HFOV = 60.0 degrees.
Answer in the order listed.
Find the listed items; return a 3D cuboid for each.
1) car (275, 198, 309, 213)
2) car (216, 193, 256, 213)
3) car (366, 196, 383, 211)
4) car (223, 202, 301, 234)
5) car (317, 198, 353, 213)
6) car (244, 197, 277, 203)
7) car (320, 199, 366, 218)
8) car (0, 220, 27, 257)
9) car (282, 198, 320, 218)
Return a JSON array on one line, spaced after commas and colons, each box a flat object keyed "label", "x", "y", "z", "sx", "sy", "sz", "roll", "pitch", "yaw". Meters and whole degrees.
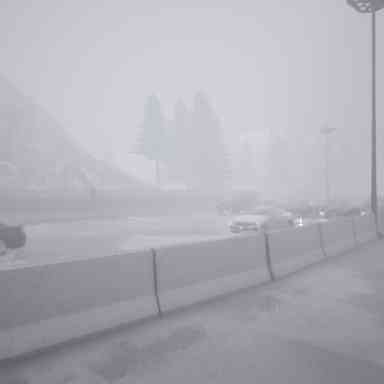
[{"label": "car", "x": 11.063, "y": 1.426, "z": 36.601, "sx": 1.812, "sy": 1.442, "sz": 4.674, "roll": 0, "pitch": 0, "yaw": 42}, {"label": "car", "x": 4.774, "y": 1.139, "z": 34.685, "sx": 2.150, "sy": 2.045, "sz": 5.566, "roll": 0, "pitch": 0, "yaw": 41}, {"label": "car", "x": 19.965, "y": 1.225, "z": 36.035, "sx": 2.097, "sy": 1.767, "sz": 4.553, "roll": 0, "pitch": 0, "yaw": 42}, {"label": "car", "x": 3.929, "y": 1.481, "z": 18.014, "sx": 1.812, "sy": 1.442, "sz": 4.674, "roll": 0, "pitch": 0, "yaw": 42}, {"label": "car", "x": 15.808, "y": 1.434, "z": 36.641, "sx": 2.033, "sy": 1.411, "sz": 5.357, "roll": 0, "pitch": 0, "yaw": 42}, {"label": "car", "x": 7.297, "y": 1.487, "z": 32.254, "sx": 1.994, "sy": 1.385, "sz": 4.181, "roll": 0, "pitch": 0, "yaw": 42}, {"label": "car", "x": 12.693, "y": 1.441, "z": 27.790, "sx": 1.812, "sy": 1.442, "sz": 4.674, "roll": 0, "pitch": 0, "yaw": 41}, {"label": "car", "x": -8.277, "y": 1.481, "z": 11.068, "sx": 5.008, "sy": 1.535, "sz": 1.882, "roll": 0, "pitch": 0, "yaw": -38}, {"label": "car", "x": 9.913, "y": 1.445, "z": 29.933, "sx": 1.812, "sy": 1.442, "sz": 4.674, "roll": 0, "pitch": 0, "yaw": 42}]
